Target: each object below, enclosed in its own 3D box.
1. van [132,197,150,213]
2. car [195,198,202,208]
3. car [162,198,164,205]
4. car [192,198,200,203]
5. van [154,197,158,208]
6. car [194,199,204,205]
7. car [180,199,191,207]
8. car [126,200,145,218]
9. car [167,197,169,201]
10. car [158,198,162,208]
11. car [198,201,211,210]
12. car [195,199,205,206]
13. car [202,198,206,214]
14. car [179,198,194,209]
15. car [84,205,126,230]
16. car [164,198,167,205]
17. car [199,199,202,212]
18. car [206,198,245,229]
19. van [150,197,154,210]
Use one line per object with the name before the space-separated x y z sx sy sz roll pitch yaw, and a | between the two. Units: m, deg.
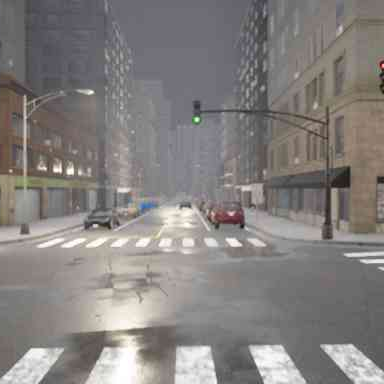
van | -6.432 1.690 39.794 1.690 1.788 3.998 -1 0 -1
car | 1.988 1.709 45.544 2.192 1.841 5.009 -1 0 -1
car | -6.866 1.973 62.131 1.967 1.590 4.097 -1 0 -1
car | 1.131 2.302 90.220 2.008 1.369 4.403 -1 0 -1
van | -6.650 1.783 50.963 1.690 1.788 3.998 -1 0 -1
car | 1.454 2.171 73.466 2.008 1.369 4.403 -1 0 -1
car | -1.204 2.085 62.996 2.033 1.411 5.357 0 0 -1
car | -6.318 1.826 34.038 1.752 1.417 4.829 -1 0 -1
car | -7.191 2.249 78.884 1.802 1.307 4.206 -1 0 -1
car | -6.759 1.803 56.548 2.192 1.841 5.009 -1 0 -1
car | 1.884 2.022 51.127 1.802 1.307 4.206 -1 0 -1
car | 1.561 2.141 67.881 1.947 1.339 4.313 -1 0 -1
car | 2.311 1.567 28.791 2.192 1.841 5.009 -1 0 -1
car | -1.001 1.958 52.577 1.837 1.490 4.892 0 0 -1
car | -6.103 1.771 23.038 1.947 1.339 4.313 -1 0 -1
car | -7.084 2.063 73.300 1.967 1.590 4.097 -1 0 -1
car | 2.095 1.874 40.128 1.752 1.417 4.829 -1 0 -1
car | 2.418 1.518 23.206 2.192 1.841 5.009 -1 0 -1
van | -6.541 1.737 45.379 1.690 1.788 3.998 -1 0 -1
